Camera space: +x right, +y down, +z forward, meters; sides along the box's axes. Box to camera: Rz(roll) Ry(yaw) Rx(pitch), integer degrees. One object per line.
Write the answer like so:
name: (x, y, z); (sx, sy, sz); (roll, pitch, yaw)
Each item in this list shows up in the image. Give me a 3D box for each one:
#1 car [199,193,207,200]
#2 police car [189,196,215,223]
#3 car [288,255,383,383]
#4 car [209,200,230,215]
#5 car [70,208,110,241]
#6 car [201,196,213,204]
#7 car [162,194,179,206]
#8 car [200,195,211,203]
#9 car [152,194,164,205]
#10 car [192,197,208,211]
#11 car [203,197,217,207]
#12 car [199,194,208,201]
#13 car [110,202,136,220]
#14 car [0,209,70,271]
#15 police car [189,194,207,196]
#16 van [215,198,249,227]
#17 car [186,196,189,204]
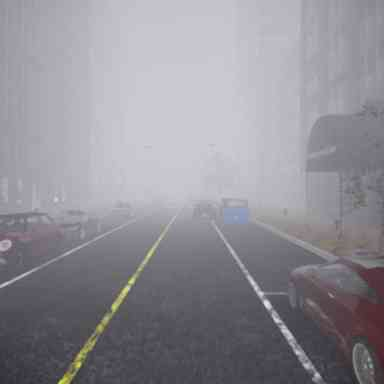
car: (2.686, 1.189, 84.515); (1.967, 1.590, 4.097); (0, 0, 0)
police car: (0.899, 1.365, 25.027); (1.930, 1.638, 5.238); (0, 0, 0)
car: (2.690, 1.572, 4.822); (1.802, 1.307, 4.206); (0, 0, 0)
car: (2.689, 1.500, 33.283); (1.802, 1.307, 4.206); (0, 0, 0)
car: (-5.691, 1.513, 16.209); (2.008, 1.369, 4.403); (0, 0, 0)
car: (2.687, 1.390, 61.746); (2.008, 1.369, 4.403); (0, 0, 0)
car: (-3.082, 1.399, 50.801); (1.812, 1.442, 4.674); (0, 0, 0)
car: (2.687, 1.370, 67.438); (2.008, 1.369, 4.403); (0, 0, 0)
car: (-5.693, 1.408, 56.056); (2.008, 1.369, 4.403); (0, 0, 0)
car: (0.898, 1.377, 40.918); (1.882, 1.535, 5.008); (0, 0, 0)
car: (2.688, 1.456, 50.361); (1.802, 1.307, 4.206); (0, 0, 0)
car: (2.687, 1.213, 78.823); (1.967, 1.590, 4.097); (0, 0, 0)
car: (-5.692, 1.515, 27.593); (1.802, 1.307, 4.206); (0, 0, 0)
car: (-5.691, 1.417, 10.517); (1.967, 1.590, 4.097); (0, 0, 0)
police car: (0.898, 1.339, 35.027); (1.930, 1.638, 5.238); (0, 0, 0)
van: (2.689, 1.289, 21.899); (1.690, 1.788, 3.998); (0, 0, 0)
car: (-0.003, 1.321, 60.679); (1.882, 1.535, 5.008); (0, 0, 0)
